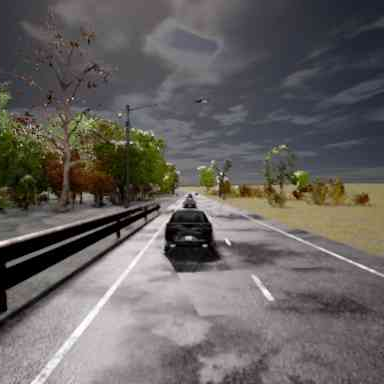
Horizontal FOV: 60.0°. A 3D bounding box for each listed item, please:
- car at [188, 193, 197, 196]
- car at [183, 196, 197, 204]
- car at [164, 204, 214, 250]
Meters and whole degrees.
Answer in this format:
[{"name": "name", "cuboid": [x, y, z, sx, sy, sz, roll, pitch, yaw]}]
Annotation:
[{"name": "car", "cuboid": [-0.438, 1.591, 81.209, 1.994, 1.385, 4.181, 0, 0, 0]}, {"name": "car", "cuboid": [-0.284, 1.639, 48.657, 1.895, 1.301, 4.718, 0, 0, 0]}, {"name": "car", "cuboid": [-0.121, 1.503, 14.336, 1.882, 1.535, 5.008, 0, 0, 0]}]
